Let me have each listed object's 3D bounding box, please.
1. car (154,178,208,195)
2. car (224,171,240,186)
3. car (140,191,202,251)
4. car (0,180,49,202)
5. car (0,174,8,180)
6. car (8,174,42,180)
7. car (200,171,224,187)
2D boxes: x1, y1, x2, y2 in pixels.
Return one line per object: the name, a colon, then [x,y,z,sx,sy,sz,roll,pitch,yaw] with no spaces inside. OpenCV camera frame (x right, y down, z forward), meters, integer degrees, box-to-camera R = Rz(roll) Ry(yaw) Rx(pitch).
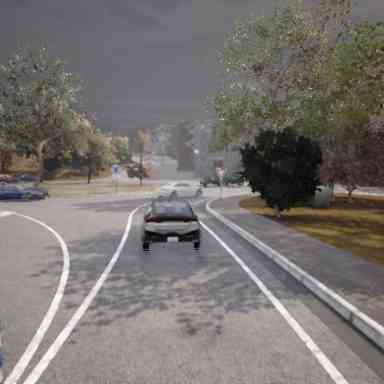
car: [-1.133,-0.191,28.712,4.674,1.442,1.812,-4,6,-42]
car: [5.421,-1.971,48.077,2.150,2.045,5.566,0,4,-9]
car: [-0.804,0.986,11.852,2.128,1.511,4.902,0,3,-6]
car: [-14.162,0.025,26.028,5.357,1.411,2.033,0,4,-4]
car: [-32.778,-2.322,56.632,2.033,1.411,5.357,3,5,34]
car: [-28.250,-2.324,57.015,4.674,1.442,1.812,-3,5,-45]
car: [2.466,-1.875,46.783,2.150,2.045,5.566,0,4,-7]
